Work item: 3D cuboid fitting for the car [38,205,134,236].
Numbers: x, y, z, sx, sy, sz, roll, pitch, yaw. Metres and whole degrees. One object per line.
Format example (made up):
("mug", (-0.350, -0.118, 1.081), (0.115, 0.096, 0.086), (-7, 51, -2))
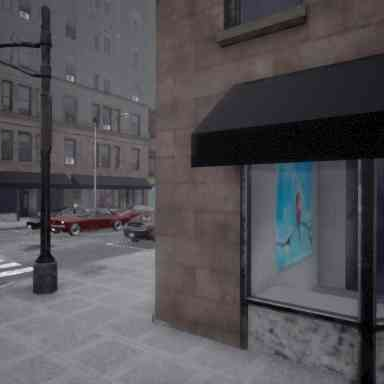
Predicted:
("car", (-5.797, 1.606, 18.767), (1.895, 1.301, 4.718), (0, 0, 35))

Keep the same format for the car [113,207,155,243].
("car", (-1.253, 1.573, 15.686), (2.008, 1.369, 4.403), (0, 0, 35))

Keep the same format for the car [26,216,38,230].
("car", (-7.795, 1.563, 20.335), (1.947, 1.339, 4.313), (0, 0, 35))

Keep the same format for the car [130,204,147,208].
("car", (-4.503, 1.583, 24.966), (1.802, 1.307, 4.206), (0, 0, 35))
